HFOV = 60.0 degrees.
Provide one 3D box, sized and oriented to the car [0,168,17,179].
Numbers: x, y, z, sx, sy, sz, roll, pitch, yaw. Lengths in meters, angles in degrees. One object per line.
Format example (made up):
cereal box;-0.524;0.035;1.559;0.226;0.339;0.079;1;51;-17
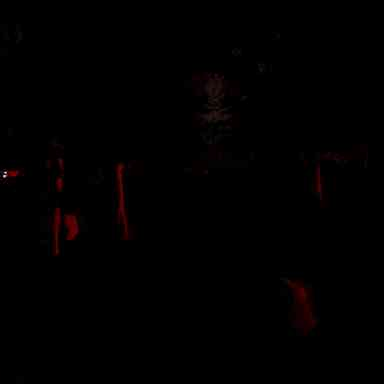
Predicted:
car;-29.449;-3.096;53.239;2.097;1.767;4.553;-1;7;4
